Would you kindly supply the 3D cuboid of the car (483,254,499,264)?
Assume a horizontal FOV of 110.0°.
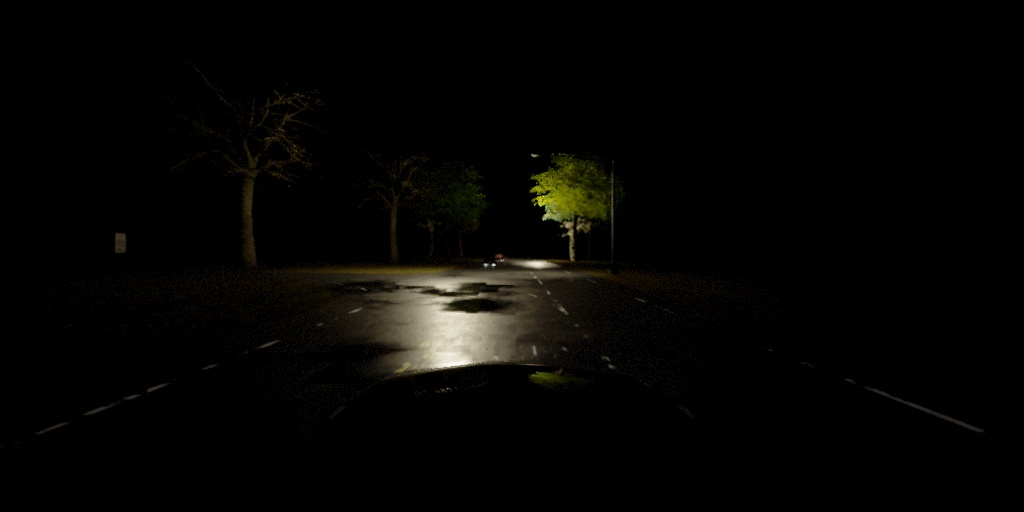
[{"bbox_3d":[-3.529,0.573,57.429,2.033,1.411,5.357,0,1,0],"label":"car"}]
